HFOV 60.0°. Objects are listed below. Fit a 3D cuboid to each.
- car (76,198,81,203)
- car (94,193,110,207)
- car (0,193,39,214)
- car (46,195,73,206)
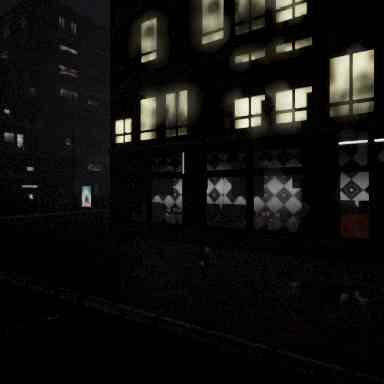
[{"bbox_3d":[-12.591,0.938,44.295,1.837,1.490,4.892,0,1,35],"label":"car"},{"bbox_3d":[-9.781,1.072,38.191,1.947,1.339,4.313,1,2,35],"label":"car"},{"bbox_3d":[-16.134,1.029,29.090,2.192,1.841,5.009,1,2,35],"label":"car"},{"bbox_3d":[-16.687,1.074,42.939,1.802,1.307,4.206,1,2,35],"label":"car"}]
